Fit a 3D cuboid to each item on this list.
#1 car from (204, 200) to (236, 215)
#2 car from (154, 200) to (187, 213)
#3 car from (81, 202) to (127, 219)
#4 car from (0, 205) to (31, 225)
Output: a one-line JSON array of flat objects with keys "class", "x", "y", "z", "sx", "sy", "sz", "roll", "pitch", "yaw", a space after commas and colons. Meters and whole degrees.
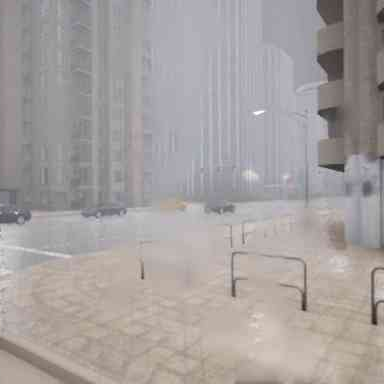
[{"class": "car", "x": 3.205, "y": 1.687, "z": 37.149, "sx": 1.837, "sy": 1.490, "sz": 4.892, "roll": 0, "pitch": 0, "yaw": 35}, {"class": "car", "x": -2.642, "y": 1.707, "z": 41.261, "sx": 1.882, "sy": 1.535, "sz": 5.008, "roll": 0, "pitch": 0, "yaw": 35}, {"class": "car", "x": -8.581, "y": 1.734, "z": 32.742, "sx": 1.837, "sy": 1.490, "sz": 4.892, "roll": 0, "pitch": 0, "yaw": 35}, {"class": "car", "x": -14.400, "y": 1.734, "z": 24.378, "sx": 1.837, "sy": 1.490, "sz": 4.892, "roll": 0, "pitch": 0, "yaw": 36}]
